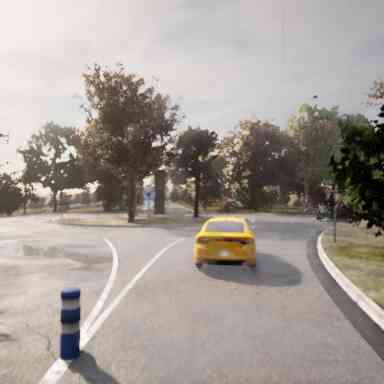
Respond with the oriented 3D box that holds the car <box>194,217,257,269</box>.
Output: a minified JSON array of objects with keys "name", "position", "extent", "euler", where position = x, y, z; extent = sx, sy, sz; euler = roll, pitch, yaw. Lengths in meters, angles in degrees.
[{"name":"car","position":[1.242,1.637,11.841],"extent":[1.882,1.535,5.008],"euler":[0,-1,8]}]

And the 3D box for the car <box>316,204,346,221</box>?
[{"name":"car","position":[14.666,1.951,32.963],"extent":[4.553,1.767,2.097],"euler":[1,-1,-22]}]
